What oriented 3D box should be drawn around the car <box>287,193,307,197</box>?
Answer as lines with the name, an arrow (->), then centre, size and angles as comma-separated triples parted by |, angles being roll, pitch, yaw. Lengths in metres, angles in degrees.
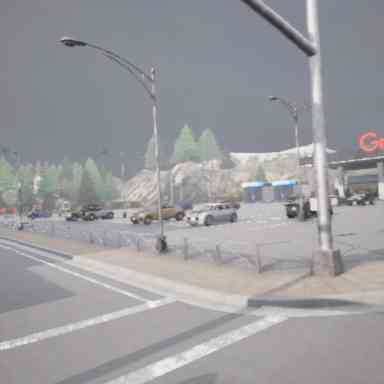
car -> 12.410, 1.109, 37.902 | 4.605, 1.855, 1.932 | -2, -1, -40

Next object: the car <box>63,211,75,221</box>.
car -> -13.296, 2.543, 40.861 | 4.605, 1.855, 1.932 | -2, -1, -40

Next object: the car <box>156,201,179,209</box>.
car -> -5.211, 2.835, 71.930 | 4.514, 1.523, 2.007 | -2, -1, -40

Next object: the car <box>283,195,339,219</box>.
car -> 9.223, 1.298, 26.144 | 4.514, 1.523, 2.007 | -2, -1, -40

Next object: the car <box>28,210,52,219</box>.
car -> -25.110, 3.682, 55.164 | 3.633, 1.501, 1.845 | -2, -1, -40

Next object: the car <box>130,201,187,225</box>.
car -> -2.895, 1.854, 29.113 | 5.027, 1.636, 2.152 | -2, -1, -40

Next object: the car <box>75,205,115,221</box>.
car -> -11.116, 2.375, 38.904 | 3.866, 1.878, 1.905 | -2, -1, -40

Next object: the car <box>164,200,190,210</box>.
car -> -3.157, 2.678, 69.564 | 5.027, 1.636, 2.152 | -2, -1, -40

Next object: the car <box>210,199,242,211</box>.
car -> 4.965, 1.868, 47.888 | 4.514, 1.523, 2.007 | -2, -1, -40

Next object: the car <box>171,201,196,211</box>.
car -> -1.418, 2.354, 55.560 | 3.633, 1.501, 1.845 | -2, -1, -40

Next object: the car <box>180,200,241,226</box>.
car -> 1.478, 1.623, 24.410 | 3.806, 1.475, 1.970 | -2, -1, -40

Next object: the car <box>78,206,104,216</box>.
car -> -17.521, 3.322, 57.660 | 3.806, 1.475, 1.970 | -2, -1, -40

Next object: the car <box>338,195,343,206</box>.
car -> 18.883, 1.109, 43.385 | 3.806, 1.475, 1.970 | -2, -1, -40

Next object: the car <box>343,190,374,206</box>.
car -> 20.536, 0.689, 40.452 | 3.866, 1.878, 1.905 | -2, -1, -40
